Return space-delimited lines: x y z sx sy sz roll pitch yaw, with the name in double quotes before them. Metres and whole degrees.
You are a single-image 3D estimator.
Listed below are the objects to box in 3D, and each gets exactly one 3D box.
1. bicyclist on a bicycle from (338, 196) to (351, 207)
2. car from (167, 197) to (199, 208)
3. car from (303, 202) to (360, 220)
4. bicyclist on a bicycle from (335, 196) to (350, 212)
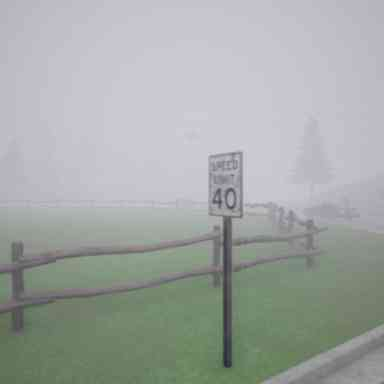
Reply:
"bicyclist on a bicycle" 16.531 1.302 35.657 1.656 1.620 0.582 0 0 -27
"car" -1.343 1.507 48.433 4.892 1.490 1.837 0 0 28
"car" 11.562 1.548 27.962 2.033 1.411 5.357 0 0 -15
"bicyclist on a bicycle" 16.301 1.302 36.091 1.656 1.620 0.582 0 0 -28
